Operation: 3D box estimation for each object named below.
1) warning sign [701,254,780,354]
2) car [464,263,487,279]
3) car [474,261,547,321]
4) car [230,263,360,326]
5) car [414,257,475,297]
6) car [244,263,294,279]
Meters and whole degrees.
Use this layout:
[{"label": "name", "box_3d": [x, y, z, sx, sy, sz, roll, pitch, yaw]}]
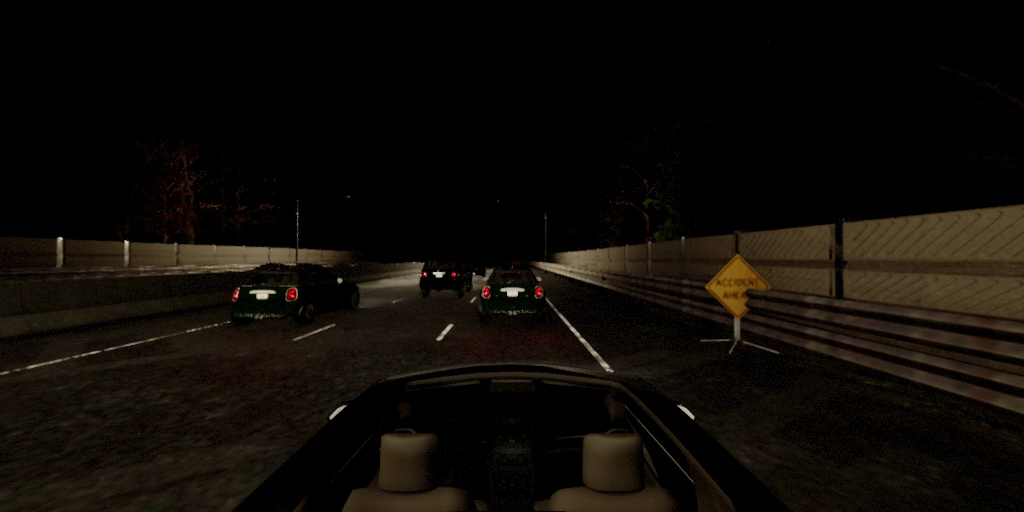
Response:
[{"label": "warning sign", "box_3d": [4.516, 0.897, 7.186, 1.300, 1.860, 1.060, 0, 0, 0]}, {"label": "car", "box_3d": [-3.626, 1.483, 36.302, 1.837, 1.490, 4.892, 0, -1, 0]}, {"label": "car", "box_3d": [0.010, 1.169, 12.830, 2.097, 1.767, 4.553, 0, 0, 0]}, {"label": "car", "box_3d": [-6.989, 1.166, 12.153, 2.097, 1.767, 4.553, 0, 0, 0]}, {"label": "car", "box_3d": [-3.518, 1.084, 19.912, 2.150, 2.045, 5.566, 0, -1, 0]}, {"label": "car", "box_3d": [-24.821, 1.493, 36.924, 1.837, 1.490, 4.892, 0, 0, 0]}]
